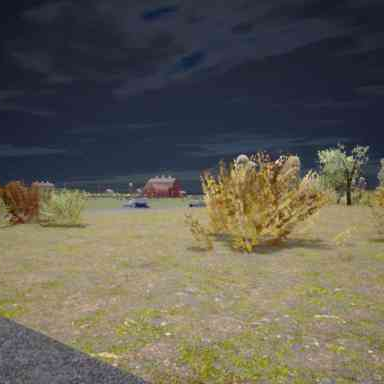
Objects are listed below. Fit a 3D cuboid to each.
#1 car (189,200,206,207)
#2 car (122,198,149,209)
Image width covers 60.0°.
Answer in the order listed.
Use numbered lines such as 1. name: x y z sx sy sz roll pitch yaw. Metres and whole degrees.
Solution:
1. car: 1.316 2.119 61.541 1.994 1.385 4.181 -1 -1 36
2. car: -9.005 1.830 53.467 2.097 1.767 4.553 -1 -1 36
